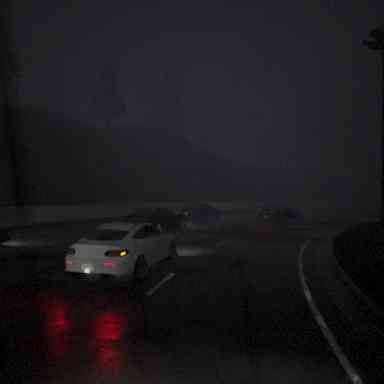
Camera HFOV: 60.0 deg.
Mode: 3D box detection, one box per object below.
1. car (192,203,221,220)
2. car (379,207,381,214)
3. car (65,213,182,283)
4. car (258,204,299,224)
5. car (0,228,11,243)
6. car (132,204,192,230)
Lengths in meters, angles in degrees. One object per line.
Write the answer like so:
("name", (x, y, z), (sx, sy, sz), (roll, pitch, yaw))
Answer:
("car", (0.892, 1.746, 31.169), (1.812, 1.442, 4.674), (0, -1, 38))
("car", (22.954, 1.808, 37.408), (4.553, 1.767, 2.097), (1, 0, -40))
("car", (-1.863, 1.578, 9.891), (1.812, 1.442, 4.674), (0, 0, 14))
("car", (7.212, 1.742, 27.502), (2.128, 1.511, 4.902), (0, -1, 40))
("car", (-8.951, 1.548, 11.440), (2.033, 1.411, 5.357), (0, 0, 14))
("car", (-2.052, 1.593, 19.493), (1.882, 1.535, 5.008), (0, -1, 24))
